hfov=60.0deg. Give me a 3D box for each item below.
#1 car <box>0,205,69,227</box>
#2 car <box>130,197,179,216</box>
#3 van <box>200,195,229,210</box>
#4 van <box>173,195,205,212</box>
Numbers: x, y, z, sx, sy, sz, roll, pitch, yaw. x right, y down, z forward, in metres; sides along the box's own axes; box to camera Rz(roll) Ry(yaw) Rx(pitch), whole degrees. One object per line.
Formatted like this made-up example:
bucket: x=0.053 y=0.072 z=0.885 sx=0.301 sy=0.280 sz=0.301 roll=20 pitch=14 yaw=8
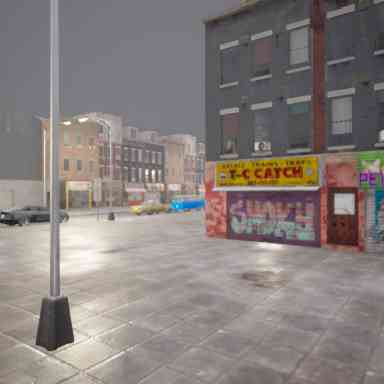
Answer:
car: x=-10.357 y=1.521 z=22.134 sx=1.947 sy=1.339 sz=4.313 roll=0 pitch=0 yaw=36
car: x=-3.666 y=1.448 z=31.476 sx=1.752 sy=1.417 sz=4.829 roll=0 pitch=0 yaw=36
van: x=2.826 y=1.234 z=40.540 sx=1.690 sy=1.788 sz=3.998 roll=0 pitch=0 yaw=36
van: x=-0.470 y=1.249 z=35.939 sx=1.690 sy=1.788 sz=3.998 roll=0 pitch=0 yaw=36
